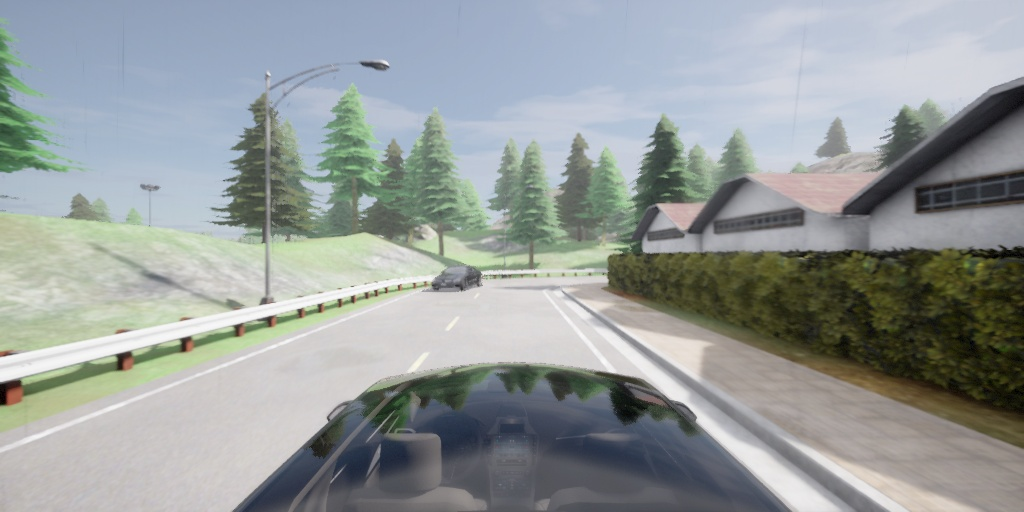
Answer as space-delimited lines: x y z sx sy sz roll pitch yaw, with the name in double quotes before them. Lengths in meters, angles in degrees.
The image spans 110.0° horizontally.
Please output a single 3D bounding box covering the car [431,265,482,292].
"car" -3.126 1.256 21.321 1.812 1.442 4.674 -1 0 13
